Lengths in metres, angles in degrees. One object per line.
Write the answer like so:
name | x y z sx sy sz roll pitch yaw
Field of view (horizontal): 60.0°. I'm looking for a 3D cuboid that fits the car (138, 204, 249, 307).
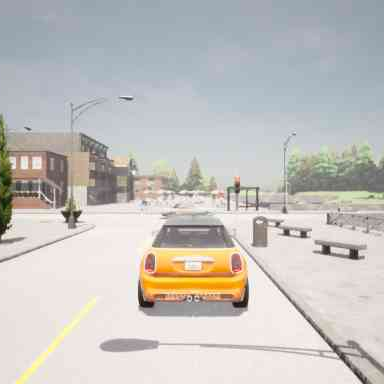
car | 0.043 1.352 8.119 2.097 1.767 4.553 0 0 1
